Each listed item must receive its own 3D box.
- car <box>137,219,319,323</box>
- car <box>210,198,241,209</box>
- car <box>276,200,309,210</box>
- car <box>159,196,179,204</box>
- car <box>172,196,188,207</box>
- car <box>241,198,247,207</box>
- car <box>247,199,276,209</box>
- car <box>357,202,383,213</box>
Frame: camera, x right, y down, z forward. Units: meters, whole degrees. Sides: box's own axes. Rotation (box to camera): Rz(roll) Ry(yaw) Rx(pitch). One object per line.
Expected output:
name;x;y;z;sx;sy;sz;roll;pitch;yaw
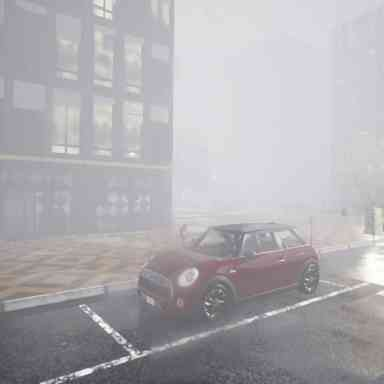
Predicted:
car;0.873;1.442;7.172;4.097;1.590;1.967;0;1;-36
car;4.280;1.678;46.590;2.008;1.369;4.403;1;-1;-35
car;14.399;1.807;46.802;1.802;1.307;4.206;1;-1;-35
car;-5.267;1.724;74.568;2.192;1.841;5.009;1;-1;-35
car;-2.276;1.733;55.844;1.887;1.381;4.507;1;-1;-35
car;7.843;1.726;56.058;1.967;1.590;4.097;1;-1;-35
car;11.122;1.800;51.430;1.887;1.381;4.507;1;-1;-35
car;20.955;1.730;37.548;1.947;1.339;4.313;1;-1;-35
